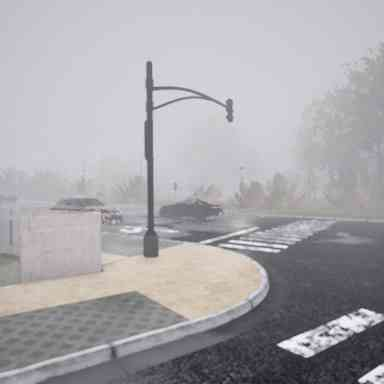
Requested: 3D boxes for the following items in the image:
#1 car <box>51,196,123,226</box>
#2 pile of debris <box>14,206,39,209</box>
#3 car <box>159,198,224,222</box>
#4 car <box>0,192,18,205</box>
[{"bbox_3d":[-6.197,1.057,19.494,4.553,1.767,2.097,1,1,32],"label":"car"},{"bbox_3d":[-16.696,1.575,33.493,1.860,0.140,1.500,1,1,30],"label":"pile of debris"},{"bbox_3d":[-0.099,1.174,23.438,4.902,1.511,2.128,1,1,34],"label":"car"},{"bbox_3d":[-23.704,0.715,41.176,4.902,1.511,2.128,1,1,29],"label":"car"}]
